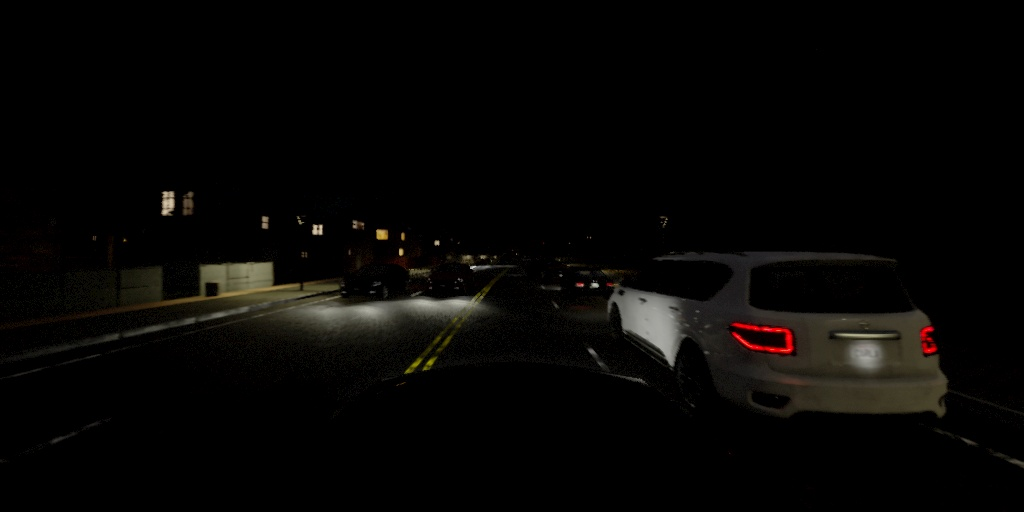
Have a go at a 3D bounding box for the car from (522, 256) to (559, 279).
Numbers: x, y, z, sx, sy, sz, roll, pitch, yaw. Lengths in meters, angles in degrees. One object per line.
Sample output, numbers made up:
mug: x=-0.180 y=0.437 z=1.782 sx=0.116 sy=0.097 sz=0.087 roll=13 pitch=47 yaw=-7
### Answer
car: x=2.594 y=1.021 z=29.492 sx=1.882 sy=1.535 sz=5.008 roll=0 pitch=0 yaw=-26

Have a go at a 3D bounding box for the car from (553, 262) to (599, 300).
car: x=3.364 y=1.187 z=16.884 sx=2.033 sy=1.411 sz=5.357 roll=0 pitch=0 yaw=1

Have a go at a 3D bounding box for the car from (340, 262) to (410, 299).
car: x=-6.456 y=1.100 z=17.428 sx=1.882 sy=1.535 sz=5.008 roll=0 pitch=0 yaw=1

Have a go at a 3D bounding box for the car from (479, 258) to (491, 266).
car: x=-4.743 y=0.930 z=59.140 sx=1.895 sy=1.301 sz=4.718 roll=0 pitch=0 yaw=4

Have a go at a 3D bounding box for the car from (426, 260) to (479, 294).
car: x=-3.171 y=1.091 z=19.200 sx=1.882 sy=1.535 sz=5.008 roll=0 pitch=0 yaw=1

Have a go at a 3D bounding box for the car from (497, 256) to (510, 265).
car: x=-1.344 y=0.828 z=61.332 sx=1.837 sy=1.490 sz=4.892 roll=0 pitch=1 yaw=4

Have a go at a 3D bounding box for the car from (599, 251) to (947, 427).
car: x=3.251 y=0.945 z=5.968 sx=2.150 sy=2.045 sz=5.566 roll=0 pitch=0 yaw=0
